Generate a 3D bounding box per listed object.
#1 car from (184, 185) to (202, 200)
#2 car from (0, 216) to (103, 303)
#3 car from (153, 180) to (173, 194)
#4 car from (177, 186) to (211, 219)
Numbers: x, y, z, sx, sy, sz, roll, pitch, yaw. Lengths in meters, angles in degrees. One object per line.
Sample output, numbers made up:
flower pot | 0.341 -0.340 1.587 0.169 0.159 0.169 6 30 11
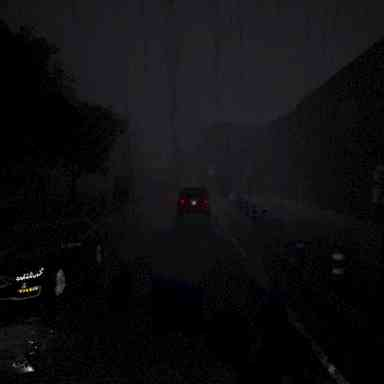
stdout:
car | 0.081 0.002 41.129 2.128 1.511 4.902 0 3 -1
car | -3.593 1.415 8.251 1.837 1.490 4.892 0 1 0
car | -4.592 -0.761 51.858 2.150 2.045 5.566 0 2 -17
car | 0.119 0.628 22.888 2.150 2.045 5.566 0 3 0
